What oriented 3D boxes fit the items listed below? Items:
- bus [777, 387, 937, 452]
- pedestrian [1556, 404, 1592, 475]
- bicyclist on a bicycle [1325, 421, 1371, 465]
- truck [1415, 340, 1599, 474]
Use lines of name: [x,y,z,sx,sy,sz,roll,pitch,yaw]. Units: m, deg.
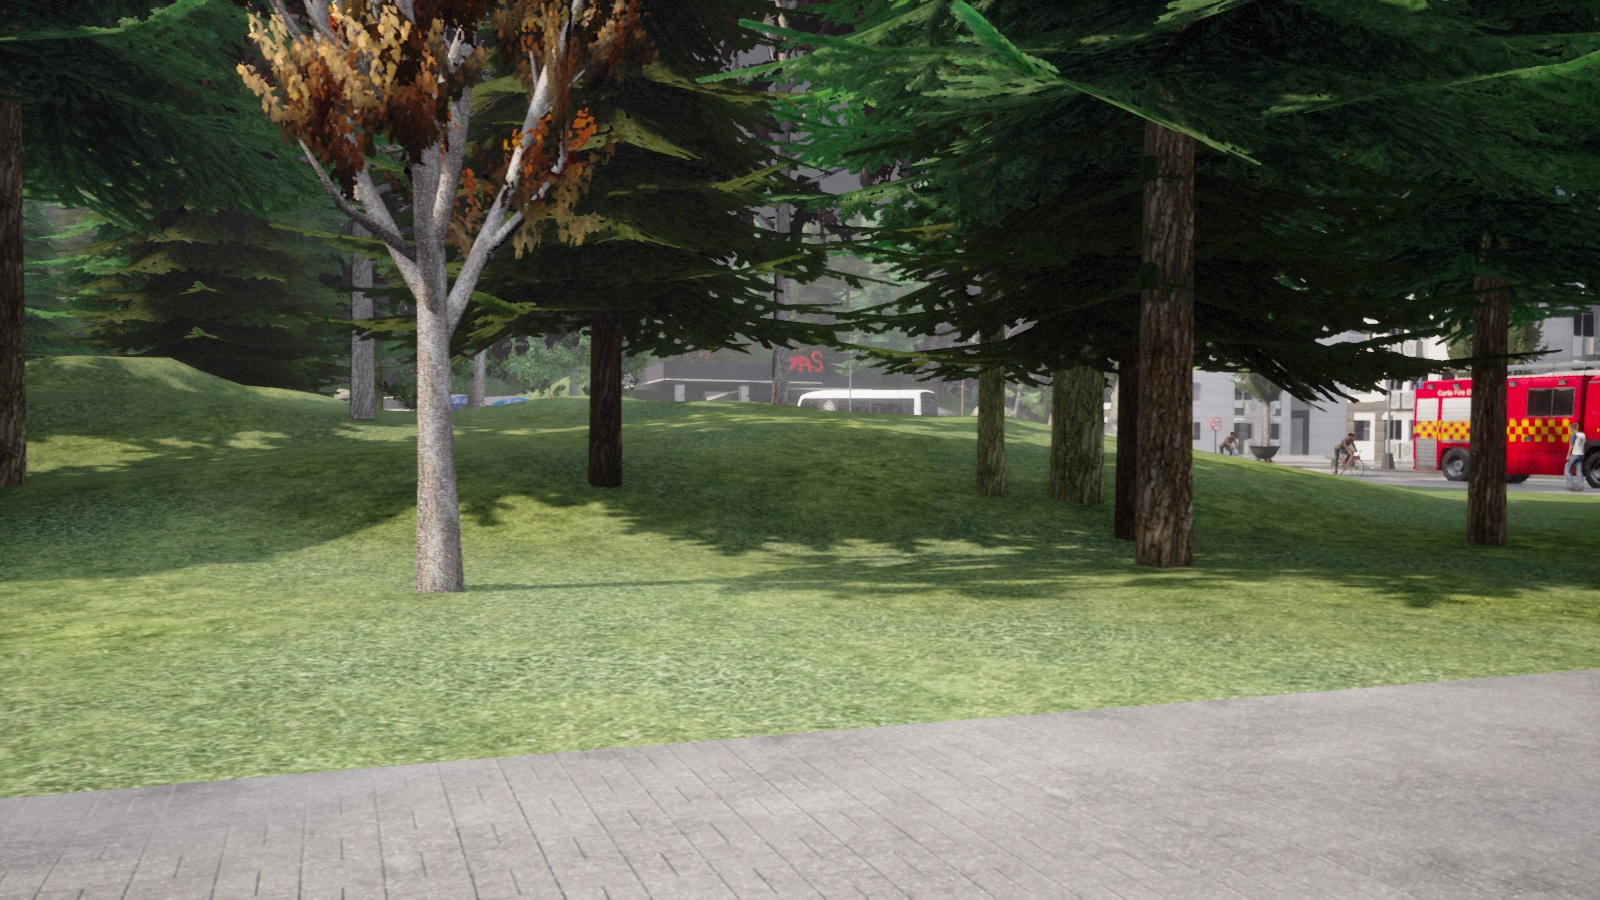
bus: [3.865,-2.064,86.251,10.273,4.253,3.944,0,1,30]
pedestrian: [20.178,-0.277,32.744,0.354,1.836,0.706,-1,1,-21]
bicyclist on a bicycle: [20.342,-0.268,46.655,0.582,1.620,1.656,-1,1,-20]
truck: [23.361,-1.285,38.475,2.891,3.827,8.468,-1,1,-20]
